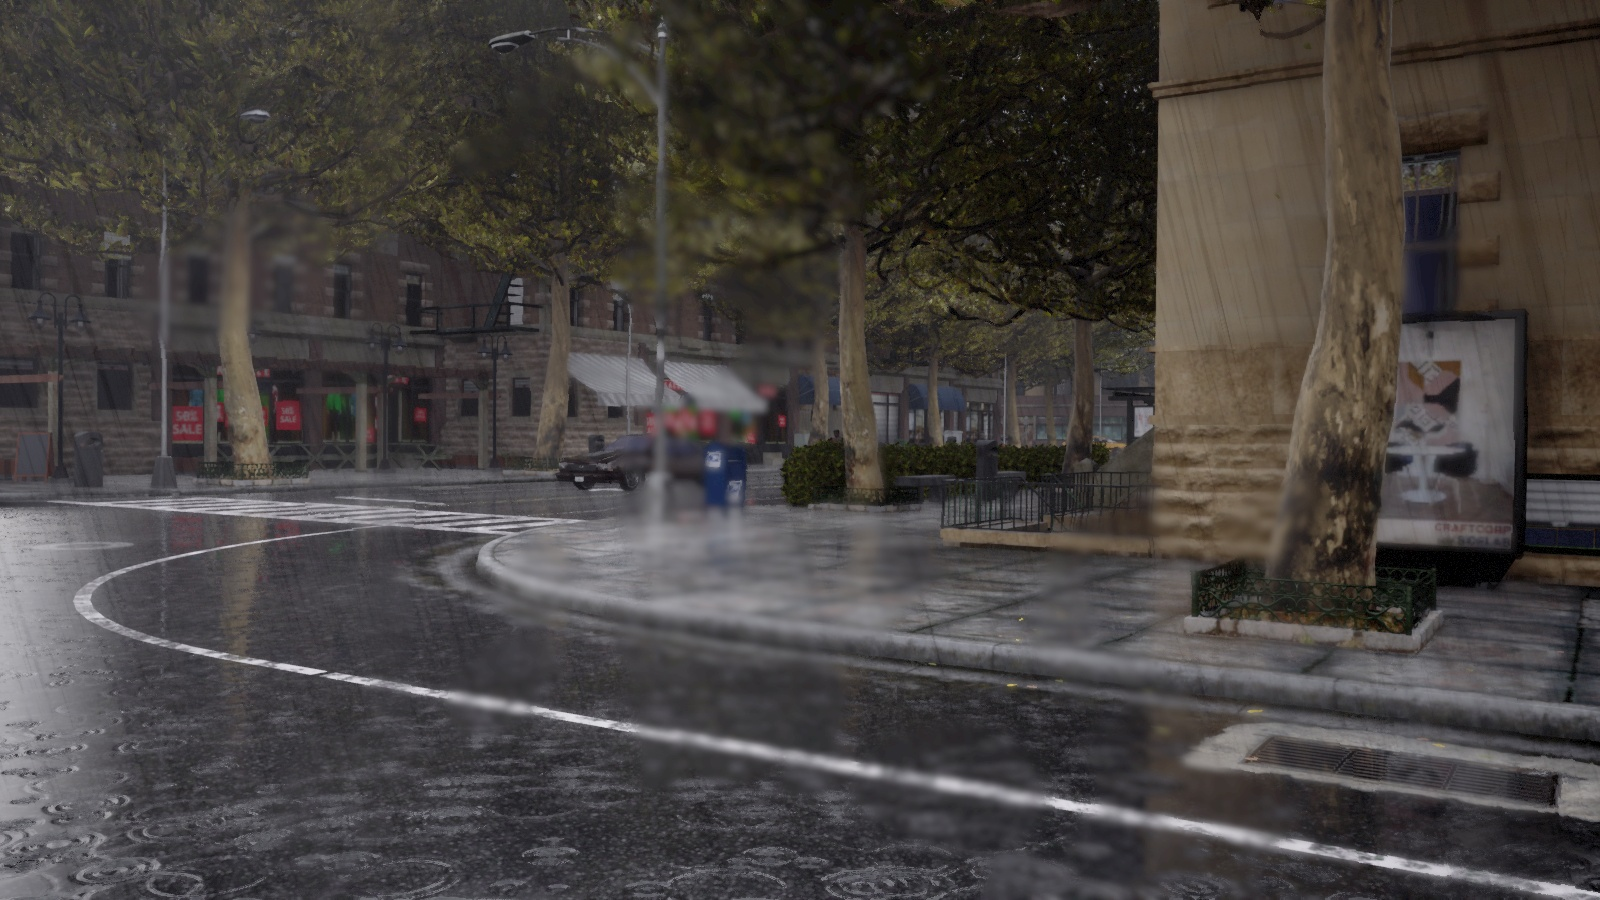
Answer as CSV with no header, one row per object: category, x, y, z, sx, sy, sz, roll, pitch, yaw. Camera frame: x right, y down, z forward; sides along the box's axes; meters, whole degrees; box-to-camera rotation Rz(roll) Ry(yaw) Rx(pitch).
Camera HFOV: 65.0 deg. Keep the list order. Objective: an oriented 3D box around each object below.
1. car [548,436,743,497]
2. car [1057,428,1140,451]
car,-3.879,0.368,32.640,2.033,1.411,5.357,0,1,33
car,20.941,-0.722,88.073,5.366,1.575,1.801,0,1,31
